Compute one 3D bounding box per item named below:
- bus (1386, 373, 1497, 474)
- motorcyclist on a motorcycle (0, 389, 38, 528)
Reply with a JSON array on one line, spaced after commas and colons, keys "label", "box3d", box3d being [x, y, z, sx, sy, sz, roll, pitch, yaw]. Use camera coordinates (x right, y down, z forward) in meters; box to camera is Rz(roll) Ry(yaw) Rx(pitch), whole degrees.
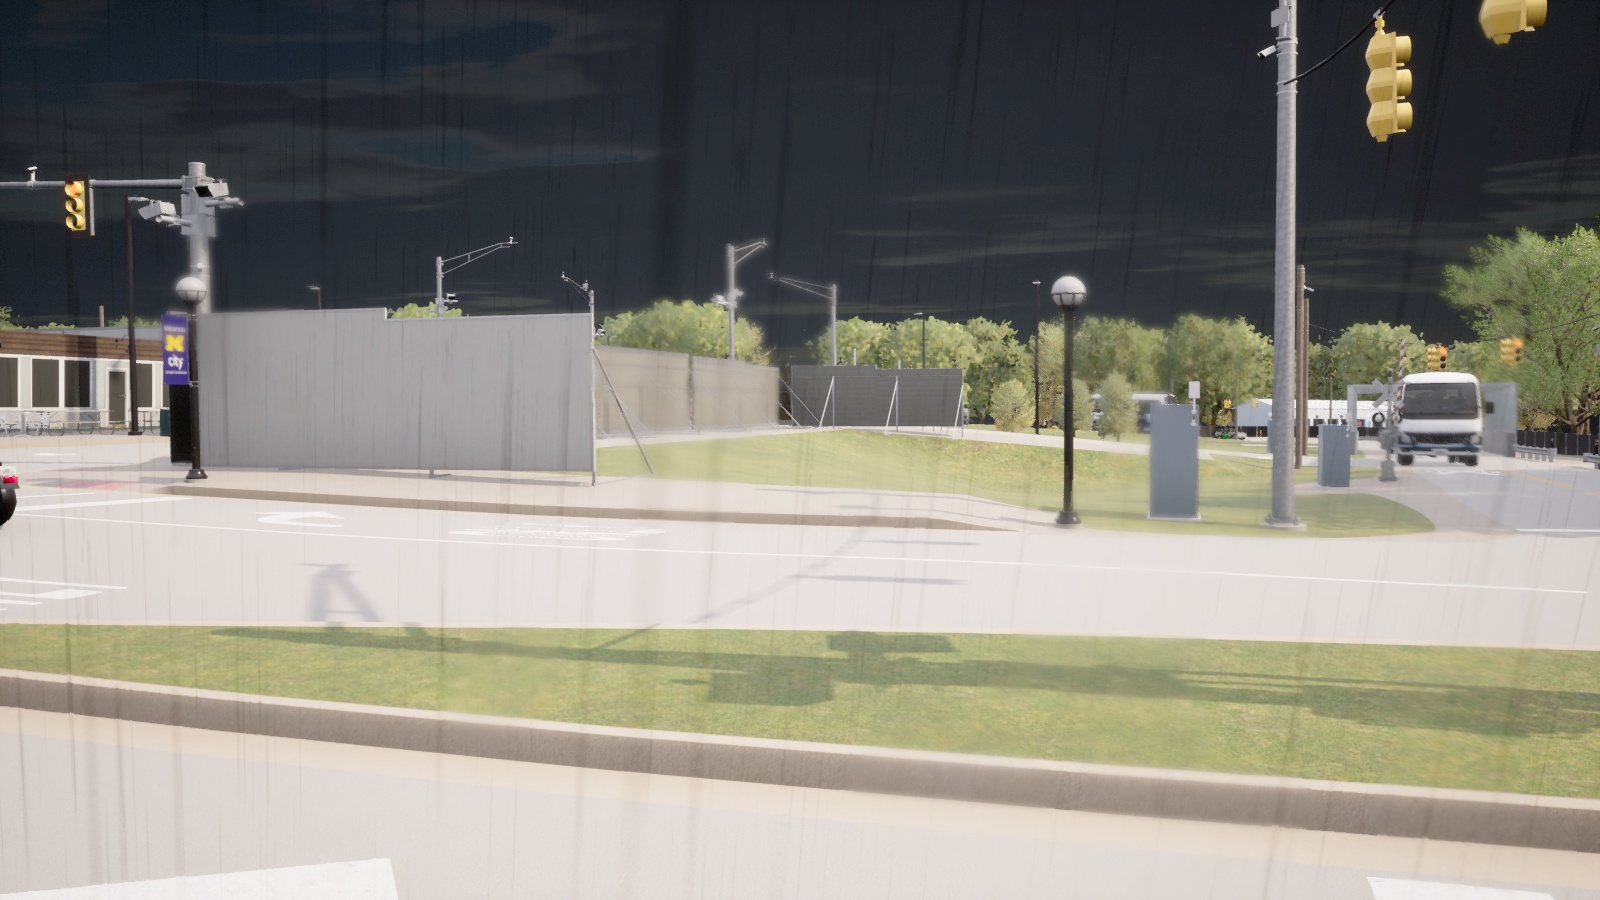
[{"label": "bus", "box3d": [29.577, -1.193, 58.388, 3.944, 4.253, 10.273, 1, 1, 24]}, {"label": "motorcyclist on a motorcycle", "box3d": [-10.608, 0.053, 15.369, 2.350, 1.649, 0.766, 2, 2, 15]}]
